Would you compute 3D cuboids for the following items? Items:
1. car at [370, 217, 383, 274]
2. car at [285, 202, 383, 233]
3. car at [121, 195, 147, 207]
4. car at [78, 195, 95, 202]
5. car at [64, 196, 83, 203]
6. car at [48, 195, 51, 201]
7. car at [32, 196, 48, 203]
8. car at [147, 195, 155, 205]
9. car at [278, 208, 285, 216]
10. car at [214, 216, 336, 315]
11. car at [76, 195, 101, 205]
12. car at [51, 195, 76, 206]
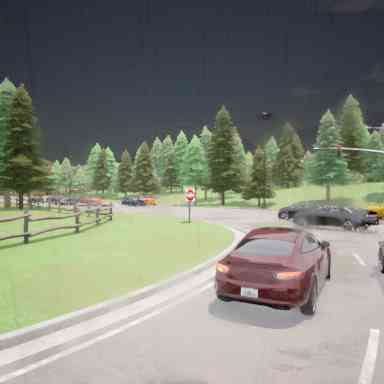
[{"bbox_3d":[5.352,1.548,7.319,2.033,1.411,5.357,0,0,24],"label":"car"},{"bbox_3d":[8.513,1.492,20.049,2.128,1.511,4.902,0,0,-40],"label":"car"},{"bbox_3d":[-9.438,1.528,52.065,1.812,1.442,4.674,0,0,-40],"label":"car"},{"bbox_3d":[-23.308,1.503,73.696,1.837,1.490,4.892,0,0,-40],"label":"car"},{"bbox_3d":[-25.262,1.543,70.591,2.033,1.411,5.357,0,0,-40],"label":"car"},{"bbox_3d":[-28.845,1.358,69.410,2.097,1.767,4.553,0,0,-40],"label":"car"},{"bbox_3d":[-31.121,1.527,66.692,1.812,1.442,4.674,0,0,-40],"label":"car"},{"bbox_3d":[-8.166,1.354,55.978,2.097,1.767,4.553,0,0,-40],"label":"car"},{"bbox_3d":[8.829,1.492,25.091,2.128,1.511,4.902,0,0,-40],"label":"car"},{"bbox_3d":[2.045,1.526,7.625,1.812,1.442,4.674,0,0,28],"label":"car"},{"bbox_3d":[-16.981,1.355,55.554,2.097,1.767,4.553,0,0,-40],"label":"car"},{"bbox_3d":[-21.419,1.528,55.378,1.812,1.442,4.674,0,0,-40],"label":"car"}]
